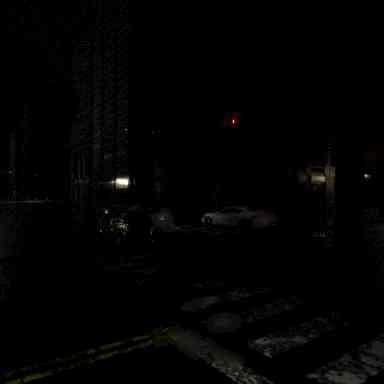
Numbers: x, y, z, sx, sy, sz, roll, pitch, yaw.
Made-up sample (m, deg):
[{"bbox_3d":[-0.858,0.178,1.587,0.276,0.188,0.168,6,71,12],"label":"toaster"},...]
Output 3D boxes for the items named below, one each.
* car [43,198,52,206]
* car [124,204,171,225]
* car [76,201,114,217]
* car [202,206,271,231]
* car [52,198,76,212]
[{"bbox_3d":[-26.506,1.802,62.428,2.128,1.511,4.902,1,-1,-36],"label":"car"},{"bbox_3d":[-3.370,1.607,24.360,1.812,1.442,4.674,1,-1,-37],"label":"car"},{"bbox_3d":[-9.324,1.620,32.722,2.128,1.511,4.902,1,-1,-36],"label":"car"},{"bbox_3d":[2.765,1.600,21.294,4.674,1.442,1.812,-1,0,43],"label":"car"},{"bbox_3d":[-15.478,1.724,41.408,2.033,1.411,5.357,1,-1,-34],"label":"car"}]
